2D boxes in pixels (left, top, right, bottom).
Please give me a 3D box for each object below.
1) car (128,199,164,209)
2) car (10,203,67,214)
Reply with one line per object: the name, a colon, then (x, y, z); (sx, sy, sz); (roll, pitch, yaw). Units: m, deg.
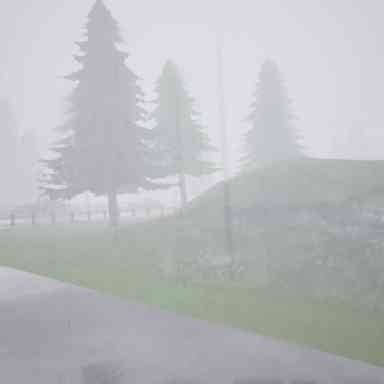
car: (-5.416, 1.469, 39.204); (4.181, 1.385, 1.994); (0, 0, -39)
car: (-14.214, 1.386, 31.038); (2.128, 1.511, 4.902); (0, 0, 44)
